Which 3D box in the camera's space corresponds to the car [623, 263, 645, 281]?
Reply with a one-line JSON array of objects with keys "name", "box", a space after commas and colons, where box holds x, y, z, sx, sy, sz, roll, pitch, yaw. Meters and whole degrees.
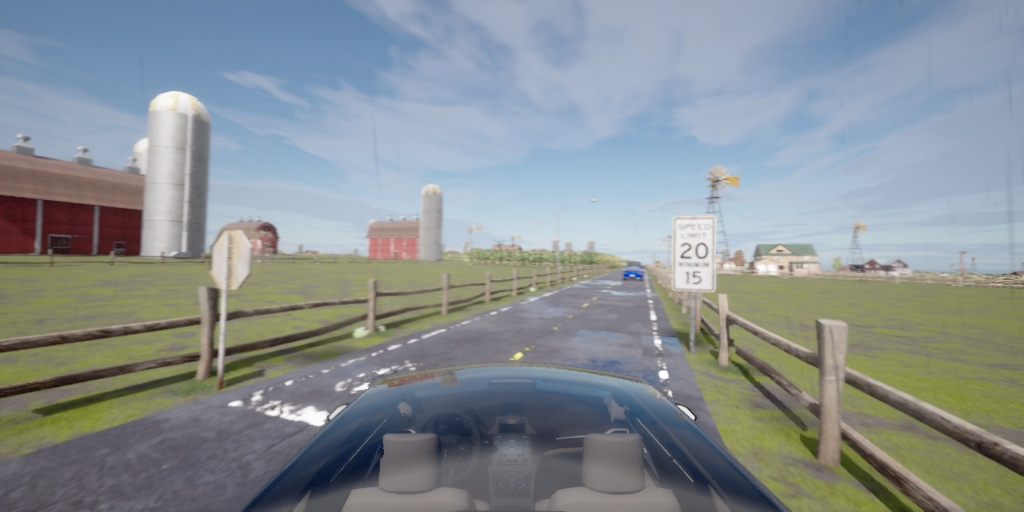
[{"name": "car", "box": [12.937, 1.829, 38.273, 1.882, 1.535, 5.008, 1, -1, 20]}]

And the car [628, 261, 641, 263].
[{"name": "car", "box": [16.422, 1.735, 47.926, 2.150, 2.045, 5.566, 1, -1, 21]}]
